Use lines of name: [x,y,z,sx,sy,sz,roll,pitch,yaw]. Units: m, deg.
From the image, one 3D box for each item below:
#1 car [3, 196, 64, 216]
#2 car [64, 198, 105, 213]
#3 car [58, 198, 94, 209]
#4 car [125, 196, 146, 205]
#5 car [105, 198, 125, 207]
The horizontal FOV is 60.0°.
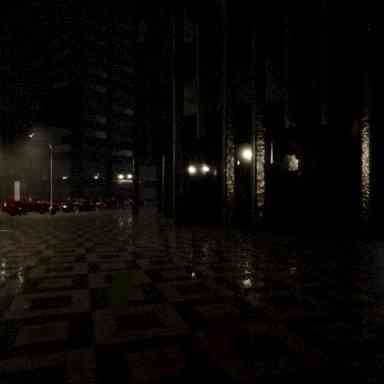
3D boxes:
car: [-15.399,1.323,31.953,2.192,1.841,5.009,0,0,35]
car: [-12.186,1.571,36.589,1.947,1.339,4.313,0,0,35]
car: [-15.967,1.540,46.101,1.887,1.381,4.507,0,0,35]
car: [-9.542,1.429,55.371,1.967,1.590,4.097,0,0,35]
car: [-12.754,1.574,50.736,1.802,1.307,4.206,0,0,35]
